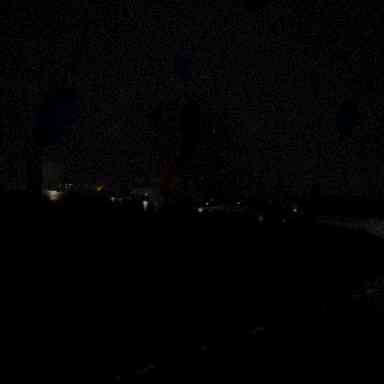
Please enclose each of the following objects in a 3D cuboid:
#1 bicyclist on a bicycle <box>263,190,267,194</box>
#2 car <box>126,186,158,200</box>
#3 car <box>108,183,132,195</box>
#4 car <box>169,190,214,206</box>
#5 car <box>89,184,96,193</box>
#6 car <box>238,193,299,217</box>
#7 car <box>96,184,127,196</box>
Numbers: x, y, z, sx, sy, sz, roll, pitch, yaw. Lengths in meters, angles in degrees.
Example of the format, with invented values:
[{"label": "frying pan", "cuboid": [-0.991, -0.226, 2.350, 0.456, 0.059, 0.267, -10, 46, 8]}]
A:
[{"label": "bicyclist on a bicycle", "cuboid": [7.070, 0.625, 32.386, 1.656, 1.620, 0.582, 0, 2, -36]}, {"label": "car", "cuboid": [-5.839, 0.189, 40.163, 1.812, 1.442, 4.674, 0, 2, -35]}, {"label": "car", "cuboid": [-11.670, -0.485, 53.388, 2.097, 1.767, 4.553, 0, 2, -36]}, {"label": "car", "cuboid": [-0.167, 0.563, 32.221, 2.033, 1.411, 5.357, 0, 2, -36]}, {"label": "car", "cuboid": [-17.599, -0.697, 61.675, 1.882, 1.535, 5.008, 0, 2, -36]}, {"label": "car", "cuboid": [5.500, 0.869, 24.289, 2.128, 1.511, 4.902, 0, 2, -36]}, {"label": "car", "cuboid": [-11.845, -0.214, 48.657, 2.128, 1.511, 4.902, 0, 2, -34]}]
